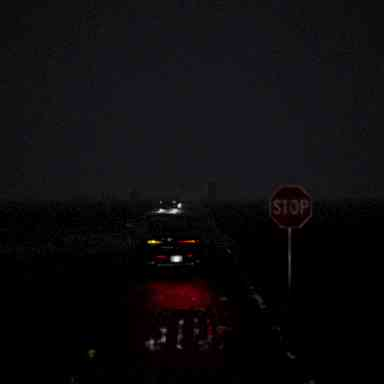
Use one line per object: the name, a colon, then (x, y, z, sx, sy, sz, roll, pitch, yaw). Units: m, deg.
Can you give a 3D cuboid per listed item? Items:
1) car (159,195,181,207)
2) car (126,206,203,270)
car: (-2.849, 1.163, 41.174, 2.097, 1.767, 4.553, 0, 0, 0)
car: (-1.015, 1.449, 10.941, 1.837, 1.490, 4.892, 1, 0, -15)
